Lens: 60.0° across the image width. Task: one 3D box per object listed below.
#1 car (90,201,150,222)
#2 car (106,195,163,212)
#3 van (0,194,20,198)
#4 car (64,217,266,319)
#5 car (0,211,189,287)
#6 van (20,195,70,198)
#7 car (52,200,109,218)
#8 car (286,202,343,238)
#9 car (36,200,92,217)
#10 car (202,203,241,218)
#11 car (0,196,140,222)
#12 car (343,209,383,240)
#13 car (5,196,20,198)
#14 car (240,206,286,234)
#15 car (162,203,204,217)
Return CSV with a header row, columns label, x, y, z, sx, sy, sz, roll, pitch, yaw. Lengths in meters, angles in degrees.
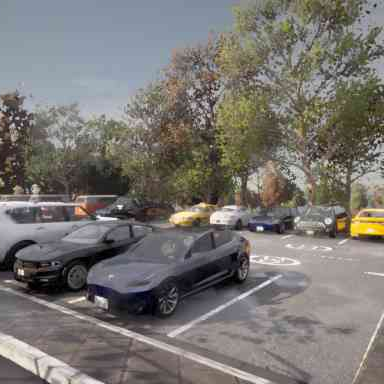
label,x,y,z,sx,sy,sz,roll,pitch,yaw
car,-6.041,1.565,28.429,2.163,1.488,4.792,0,0,36
car,-3.765,1.293,26.848,2.435,2.045,5.566,0,0,36
van,-19.402,1.337,38.303,1.878,1.987,4.442,0,0,36
car,-0.273,1.629,8.082,2.163,1.488,4.792,0,0,36
car,-2.499,1.590,9.740,2.097,1.535,5.008,0,0,36
van,-15.037,1.310,34.858,1.878,1.987,4.442,0,0,36
car,-10.592,1.554,31.802,2.163,1.488,4.792,0,0,36
car,7.345,1.465,18.790,2.185,1.767,4.553,0,0,36
car,-12.728,1.557,33.353,2.163,1.488,4.792,0,0,36
car,2.941,1.613,21.943,2.002,1.452,4.674,0,0,36
car,-4.732,1.329,11.389,2.435,2.045,5.566,0,0,36
car,9.566,1.600,17.133,2.097,1.535,5.008,0,0,36
car,-17.225,1.548,36.586,2.097,1.535,5.008,0,0,36
car,5.168,1.611,20.295,2.163,1.488,4.792,0,0,36
car,0.592,1.560,23.422,1.946,1.575,5.366,0,0,36
